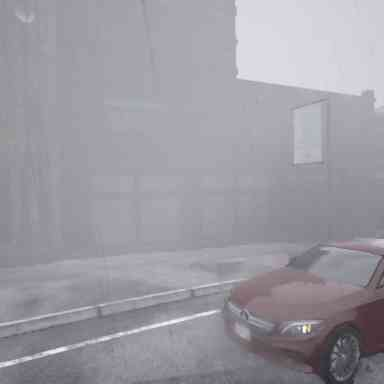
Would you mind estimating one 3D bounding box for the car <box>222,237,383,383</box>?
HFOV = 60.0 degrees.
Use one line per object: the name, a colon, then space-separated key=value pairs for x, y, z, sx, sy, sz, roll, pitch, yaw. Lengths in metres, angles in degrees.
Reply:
car: x=2.695 y=1.515 z=5.343 sx=4.674 sy=1.442 sz=1.812 roll=0 pitch=0 yaw=-28
